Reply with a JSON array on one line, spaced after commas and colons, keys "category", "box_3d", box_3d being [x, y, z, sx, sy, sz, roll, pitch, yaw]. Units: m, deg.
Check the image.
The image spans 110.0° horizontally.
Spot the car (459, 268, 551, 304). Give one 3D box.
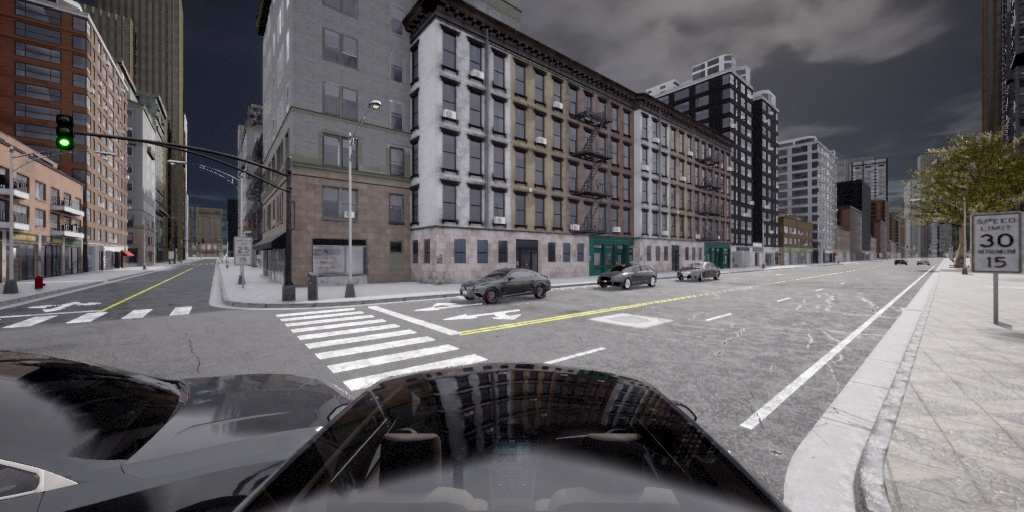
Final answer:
[{"category": "car", "box_3d": [-0.194, 1.285, 16.647, 4.674, 1.442, 1.812, 0, 0, -40]}]

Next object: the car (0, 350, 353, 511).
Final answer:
[{"category": "car", "box_3d": [-3.239, 1.257, 1.646, 4.892, 1.490, 1.837, 0, 0, -35]}]

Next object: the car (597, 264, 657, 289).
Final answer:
[{"category": "car", "box_3d": [7.440, 1.256, 22.942, 4.892, 1.490, 1.837, 0, 0, -39]}]

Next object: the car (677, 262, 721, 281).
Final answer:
[{"category": "car", "box_3d": [15.389, 1.233, 29.486, 4.902, 1.511, 2.128, 0, 0, -39]}]
